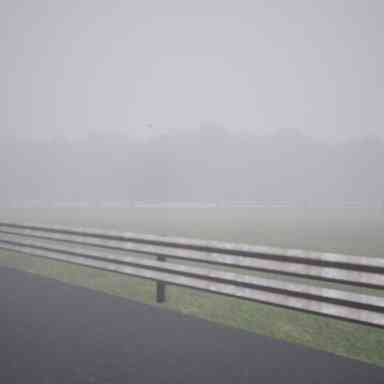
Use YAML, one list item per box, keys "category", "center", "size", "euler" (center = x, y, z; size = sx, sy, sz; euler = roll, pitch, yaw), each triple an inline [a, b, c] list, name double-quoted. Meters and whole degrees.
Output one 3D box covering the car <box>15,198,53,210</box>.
- category: "car"
  center: [-21.993, 1.580, 46.124]
  size: [5.366, 1.575, 1.801]
  euler: [0, 0, 14]
